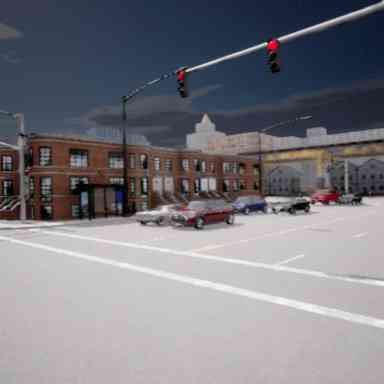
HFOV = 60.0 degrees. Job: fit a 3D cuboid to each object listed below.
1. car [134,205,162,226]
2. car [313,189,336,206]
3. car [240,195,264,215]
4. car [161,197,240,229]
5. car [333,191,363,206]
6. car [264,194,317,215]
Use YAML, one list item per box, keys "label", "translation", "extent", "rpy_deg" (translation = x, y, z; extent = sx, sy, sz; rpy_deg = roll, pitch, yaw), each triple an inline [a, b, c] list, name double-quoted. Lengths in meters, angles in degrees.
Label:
- label: "car"
  translation: [-1.757, 1.555, 23.389]
  extent: [1.895, 1.301, 4.718]
  rpy_deg: [-1, 0, 39]
- label: "car"
  translation: [17.565, 0.697, 44.016]
  extent: [2.150, 2.045, 5.566]
  rpy_deg: [-1, 0, 43]
- label: "car"
  translation: [5.019, 1.136, 30.650]
  extent: [2.097, 1.767, 4.553]
  rpy_deg: [-1, 0, 44]
- label: "car"
  translation: [0.660, 1.260, 20.832]
  extent: [2.097, 1.767, 4.553]
  rpy_deg: [-1, 0, 43]
- label: "car"
  translation: [19.506, 0.944, 40.972]
  extent: [1.837, 1.490, 4.892]
  rpy_deg: [-1, 0, 43]
- label: "car"
  translation: [8.837, 1.194, 29.614]
  extent: [2.128, 1.511, 4.902]
  rpy_deg: [-1, 0, 43]
